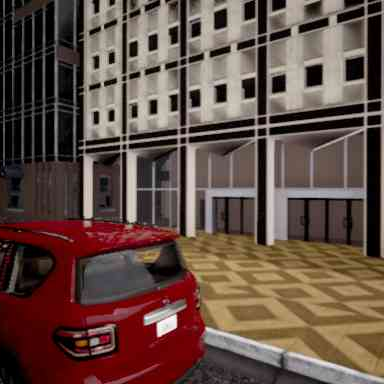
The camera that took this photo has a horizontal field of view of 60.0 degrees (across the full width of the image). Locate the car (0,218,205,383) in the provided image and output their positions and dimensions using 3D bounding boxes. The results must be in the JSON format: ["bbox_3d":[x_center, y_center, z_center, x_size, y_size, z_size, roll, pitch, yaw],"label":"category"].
[{"bbox_3d":[-2.174,1.283,4.431,5.009,1.841,2.192,1,0,36],"label":"car"}]
